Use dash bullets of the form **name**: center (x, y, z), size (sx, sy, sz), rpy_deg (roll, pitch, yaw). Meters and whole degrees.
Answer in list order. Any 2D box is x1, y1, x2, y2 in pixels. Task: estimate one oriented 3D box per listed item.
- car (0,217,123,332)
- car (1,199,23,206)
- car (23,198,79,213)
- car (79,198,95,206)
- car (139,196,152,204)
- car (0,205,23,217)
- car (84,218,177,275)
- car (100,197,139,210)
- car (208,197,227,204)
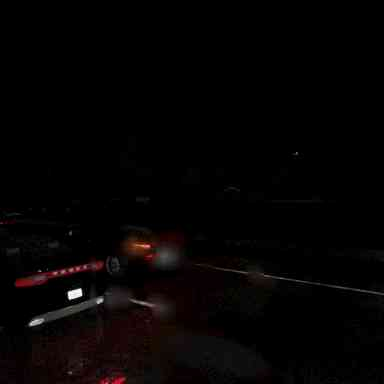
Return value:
- **car**: center (-3.882, 1.478, 6.747), size (5.008, 1.535, 1.882), rpy_deg (0, 0, 35)
- **car**: center (-23.657, 1.547, 42.513), size (2.033, 1.411, 5.357), rpy_deg (0, 0, 36)
- **car**: center (-15.261, 1.504, 36.199), size (1.837, 1.490, 4.892), rpy_deg (0, 0, 36)
- **car**: center (-17.383, 1.600, 51.111), size (1.895, 1.301, 4.718), rpy_deg (0, 0, 36)
- **car**: center (-9.461, 1.526, 61.936), size (1.812, 1.442, 4.674), rpy_deg (0, 1, 36)
- **car**: center (-10.071, 1.505, 15.441), size (4.892, 1.490, 1.837), rpy_deg (0, 0, 35)
- **car**: center (-2.592, 1.526, 10.116), size (4.674, 1.442, 1.812), rpy_deg (0, 0, 35)
- **car**: center (-9.768, 1.477, 43.736), size (1.882, 1.535, 5.008), rpy_deg (0, 0, 36)
- **car**: center (4.895, 1.564, 63.730), size (1.994, 1.385, 4.181), rpy_deg (0, 0, 37)
